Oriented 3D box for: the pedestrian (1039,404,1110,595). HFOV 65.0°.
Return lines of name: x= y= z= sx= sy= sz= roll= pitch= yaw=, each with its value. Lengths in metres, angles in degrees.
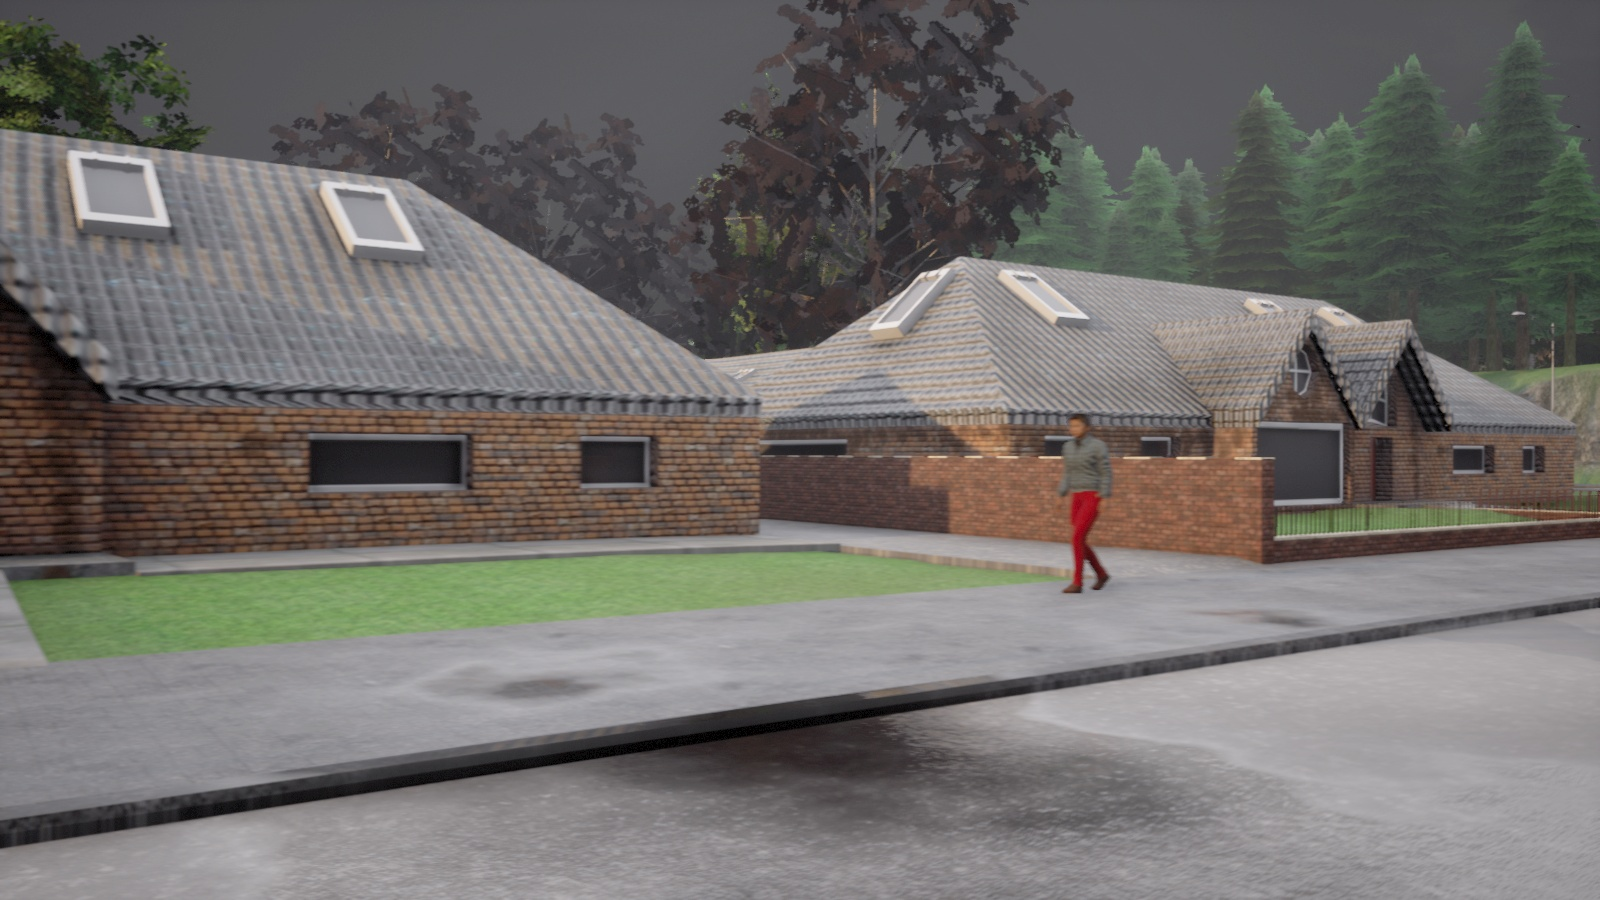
pedestrian: x=2.719 y=0.480 z=12.429 sx=0.614 sy=1.847 sz=0.353 roll=0 pitch=0 yaw=-34
